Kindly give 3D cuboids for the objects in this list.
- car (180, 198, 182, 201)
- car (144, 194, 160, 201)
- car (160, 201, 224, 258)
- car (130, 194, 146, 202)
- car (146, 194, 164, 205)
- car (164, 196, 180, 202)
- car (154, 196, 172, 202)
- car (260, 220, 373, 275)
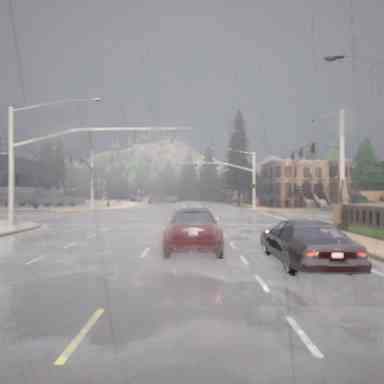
[{"bbox_3d":[-4.792,1.817,86.968,2.033,1.411,5.357,0,0,-35],"label":"car"},{"bbox_3d":[-11.349,1.508,94.917,4.553,1.767,2.097,0,0,43],"label":"car"},{"bbox_3d":[0.056,1.395,13.140,2.097,1.767,4.553,0,0,0],"label":"car"},{"bbox_3d":[-13.475,1.783,81.078,2.128,1.511,4.902,0,0,-32],"label":"car"},{"bbox_3d":[-7.414,1.431,66.280,2.150,2.045,5.566,0,0,-11],"label":"car"},{"bbox_3d":[-4.222,1.717,68.127,1.837,1.490,4.892,0,0,-12],"label":"car"},{"bbox_3d":[-7.449,1.807,84.630,2.033,1.411,5.357,0,0,-35],"label":"car"},{"bbox_3d":[3.538,1.582,10.542,2.033,1.411,5.357,0,0,1],"label":"car"}]
